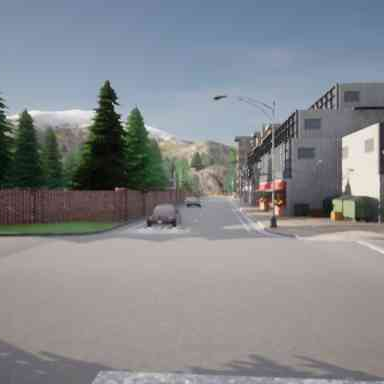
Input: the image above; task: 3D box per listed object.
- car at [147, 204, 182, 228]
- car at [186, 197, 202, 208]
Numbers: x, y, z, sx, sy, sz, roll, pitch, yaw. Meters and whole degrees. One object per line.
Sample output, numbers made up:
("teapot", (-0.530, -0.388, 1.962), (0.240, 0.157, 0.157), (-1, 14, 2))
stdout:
("car", (-1.740, 1.521, 22.245), (1.812, 1.442, 4.674), (0, 0, 5))
("car", (0.313, 1.492, 46.592), (1.812, 1.442, 4.674), (0, 0, 5))
